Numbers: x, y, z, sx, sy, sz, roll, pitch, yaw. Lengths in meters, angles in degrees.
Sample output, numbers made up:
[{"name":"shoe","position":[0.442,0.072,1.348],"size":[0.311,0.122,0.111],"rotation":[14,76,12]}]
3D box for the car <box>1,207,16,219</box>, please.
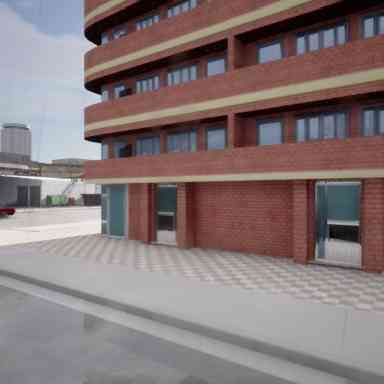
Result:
[{"name":"car","position":[-17.011,1.601,26.819],"size":[1.895,1.301,4.718],"rotation":[0,0,34]}]
